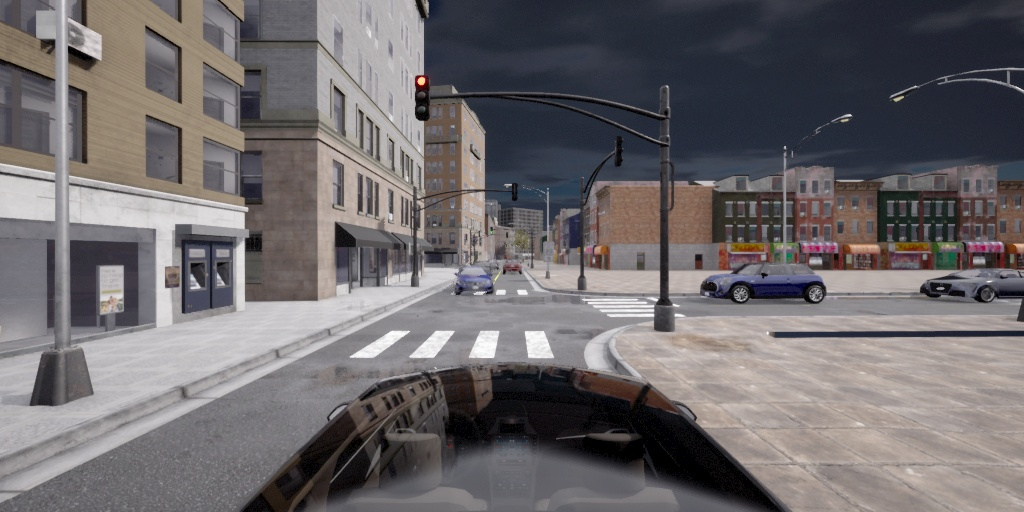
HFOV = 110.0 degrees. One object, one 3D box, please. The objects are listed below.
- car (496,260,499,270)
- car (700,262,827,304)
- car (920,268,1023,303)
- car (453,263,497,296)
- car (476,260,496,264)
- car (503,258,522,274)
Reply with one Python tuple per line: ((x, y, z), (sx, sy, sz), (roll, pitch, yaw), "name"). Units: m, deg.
((-2.814, 1.258, 51.584), (2.128, 1.511, 4.902), (0, 0, 0), "car")
((10.743, 1.054, 15.597), (4.553, 1.767, 2.097), (0, 0, 1), "car")
((20.649, 1.230, 15.629), (4.181, 1.385, 1.994), (0, 0, 0), "car")
((-2.223, 1.277, 19.631), (1.812, 1.442, 4.674), (0, 0, -11), "car")
((-2.882, 1.263, 35.465), (1.837, 1.490, 4.892), (0, 0, 0), "car")
((0.044, 1.111, 41.782), (2.097, 1.767, 4.553), (0, 0, 0), "car")
